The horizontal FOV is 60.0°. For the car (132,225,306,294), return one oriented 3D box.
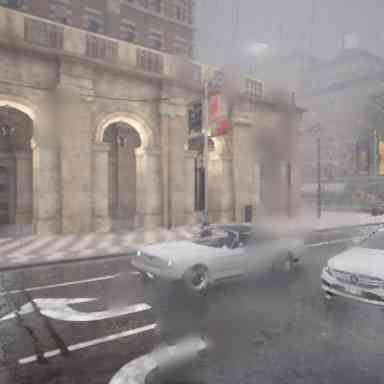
[{"bbox_3d":[0.849,1.594,8.897,4.718,1.301,1.895,0,0,-36],"label":"car"}]

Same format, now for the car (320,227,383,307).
[{"bbox_3d":[4.855,1.516,7.458,4.674,1.442,1.812,0,0,-35],"label":"car"}]
